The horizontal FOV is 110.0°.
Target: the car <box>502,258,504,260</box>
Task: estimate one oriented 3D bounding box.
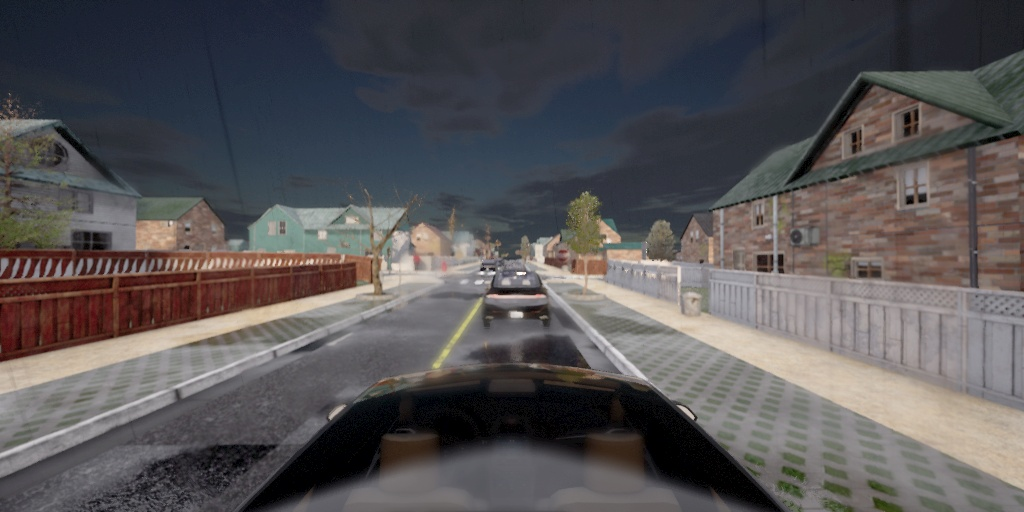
[{"bbox_3d":[-2.616,1.090,54.327,1.994,1.385,4.181,0,0,0],"label":"car"}]

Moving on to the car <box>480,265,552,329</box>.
[{"bbox_3d":[0.134,1.191,11.064,2.128,1.511,4.902,0,0,0],"label":"car"}]

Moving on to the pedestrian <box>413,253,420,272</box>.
[{"bbox_3d":[-9.487,0.607,35.634,0.375,1.860,0.375,0,-2,0],"label":"pedestrian"}]

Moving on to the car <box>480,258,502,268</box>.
[{"bbox_3d":[-2.696,1.106,43.240,2.033,1.411,5.357,0,0,1],"label":"car"}]

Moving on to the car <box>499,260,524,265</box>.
[{"bbox_3d":[0.223,1.219,28.165,1.895,1.301,4.718,1,0,0],"label":"car"}]
